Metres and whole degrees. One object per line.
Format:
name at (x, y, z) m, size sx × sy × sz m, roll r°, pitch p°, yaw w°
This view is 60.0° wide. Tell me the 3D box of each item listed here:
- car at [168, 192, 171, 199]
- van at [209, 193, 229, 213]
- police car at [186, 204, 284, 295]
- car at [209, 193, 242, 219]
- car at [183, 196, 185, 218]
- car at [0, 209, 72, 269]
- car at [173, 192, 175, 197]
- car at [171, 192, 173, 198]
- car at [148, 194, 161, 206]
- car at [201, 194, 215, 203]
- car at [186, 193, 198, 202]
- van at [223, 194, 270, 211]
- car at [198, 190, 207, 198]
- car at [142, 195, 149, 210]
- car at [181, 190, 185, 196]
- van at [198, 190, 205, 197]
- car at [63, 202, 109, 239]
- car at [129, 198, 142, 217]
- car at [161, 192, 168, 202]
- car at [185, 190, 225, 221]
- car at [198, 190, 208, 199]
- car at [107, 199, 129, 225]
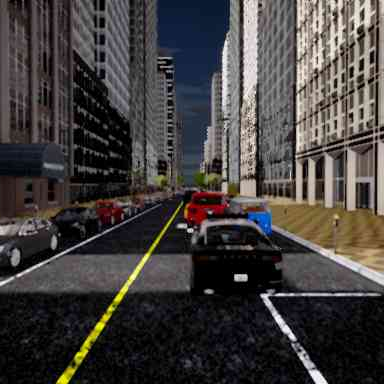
car at (-5.734, 0.950, 67.372) m, size 1.802 × 1.307 × 4.206 m, roll -1°, pitch 1°, yaw 0°
van at (2.663, 1.029, 33.274) m, size 1.690 × 1.788 × 3.998 m, roll -1°, pitch 1°, yaw 0°
police car at (0.895, 1.343, 8.680) m, size 1.930 × 1.638 × 5.238 m, roll 0°, pitch 1°, yaw 0°
car at (2.666, 1.056, 27.591) m, size 2.192 × 1.841 × 5.009 m, roll -1°, pitch 1°, yaw 0°
car at (0.599, 1.251, 24.672) m, size 1.882 × 1.535 × 5.008 m, roll 0°, pitch 0°, yaw 6°
car at (-5.703, 1.451, 10.538) m, size 2.008 × 1.369 × 4.403 m, roll -1°, pitch 1°, yaw 0°
car at (-5.744, 0.734, 84.252) m, size 1.752 × 1.417 × 4.829 m, roll -1°, pitch 1°, yaw 0°
car at (-5.738, 0.754, 73.054) m, size 1.967 × 1.590 × 4.097 m, roll -1°, pitch 1°, yaw 0°
car at (-5.722, 1.132, 44.638) m, size 2.008 × 1.369 × 4.403 m, roll -1°, pitch 1°, yaw 0°
car at (2.653, 1.026, 56.009) m, size 2.008 × 1.369 × 4.403 m, roll -1°, pitch 1°, yaw 0°
car at (-0.032, 0.940, 58.759) m, size 2.128 × 1.511 × 4.902 m, roll 0°, pitch 1°, yaw 0°
van at (2.672, 1.188, 16.224) m, size 1.690 × 1.788 × 3.998 m, roll -1°, pitch 1°, yaw 0°
car at (2.634, 0.522, 84.425) m, size 2.192 × 1.841 × 5.009 m, roll -1°, pitch 1°, yaw 0°
car at (-5.715, 1.270, 33.272) m, size 1.802 × 1.307 × 4.206 m, roll -1°, pitch 1°, yaw 0°
car at (-0.023, 0.808, 44.090) m, size 2.150 × 2.045 × 5.566 m, roll 0°, pitch 1°, yaw 0°
van at (2.632, 0.494, 90.108) m, size 1.690 × 1.788 × 3.998 m, roll -1°, pitch 1°, yaw 0°
car at (-5.706, 1.413, 16.221) m, size 1.947 × 1.339 × 4.313 m, roll -1°, pitch 1°, yaw 0°
car at (-5.713, 1.292, 27.588) m, size 2.008 × 1.369 × 4.403 m, roll -1°, pitch 1°, yaw 0°
car at (-5.728, 1.025, 56.005) m, size 2.008 × 1.369 × 4.403 m, roll -1°, pitch 1°, yaw 0°
car at (0.814, 1.048, 18.583) m, size 2.150 × 2.045 × 5.566 m, roll 0°, pitch 1°, yaw -1°
car at (2.637, 0.576, 78.741) m, size 2.192 × 1.841 × 5.009 m, roll -1°, pitch 1°, yaw 0°
car at (-5.709, 1.339, 21.905) m, size 1.887 × 1.381 × 4.507 m, roll -1°, pitch 1°, yaw 0°
